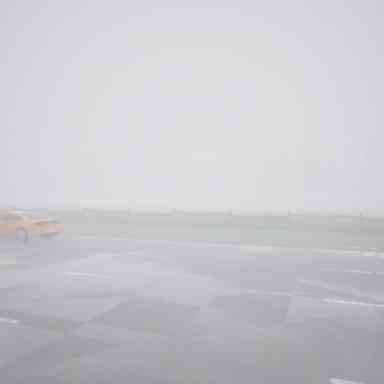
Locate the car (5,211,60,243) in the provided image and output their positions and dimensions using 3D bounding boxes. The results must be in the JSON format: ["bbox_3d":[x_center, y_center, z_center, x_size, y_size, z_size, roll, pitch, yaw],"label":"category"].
[{"bbox_3d":[-9.417,1.754,17.741,5.008,1.535,1.882,0,-1,21],"label":"car"}]

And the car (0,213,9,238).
[{"bbox_3d":[-10.561,1.735,14.430,4.674,1.442,1.812,0,-1,21],"label":"car"}]
